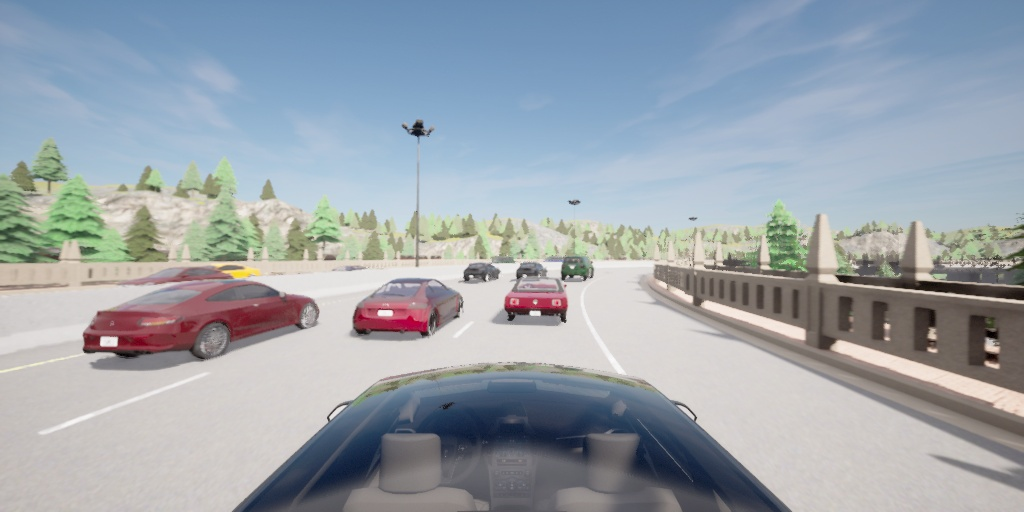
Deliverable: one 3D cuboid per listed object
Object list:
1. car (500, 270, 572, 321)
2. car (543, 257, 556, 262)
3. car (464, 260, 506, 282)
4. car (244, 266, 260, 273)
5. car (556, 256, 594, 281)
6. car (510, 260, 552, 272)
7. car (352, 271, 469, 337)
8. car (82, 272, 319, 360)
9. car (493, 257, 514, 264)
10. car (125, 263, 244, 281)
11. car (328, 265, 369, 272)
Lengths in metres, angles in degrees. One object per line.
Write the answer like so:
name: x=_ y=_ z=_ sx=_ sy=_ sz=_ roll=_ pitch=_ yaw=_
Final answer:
car: x=0.976 y=1.363 z=12.525 sx=1.895 sy=1.301 sz=4.718 roll=0 pitch=0 yaw=8
car: x=6.827 y=1.129 z=61.555 sx=2.150 sy=2.045 sz=5.566 roll=0 pitch=-1 yaw=38
car: x=-2.322 y=1.289 z=29.094 sx=1.837 sy=1.490 sz=4.892 roll=0 pitch=0 yaw=18
car: x=-18.649 y=1.203 z=22.755 sx=1.882 sy=1.535 sz=5.008 roll=0 pitch=0 yaw=12
car: x=5.729 y=1.020 z=31.067 sx=2.150 sy=2.045 sz=5.566 roll=0 pitch=0 yaw=20
car: x=1.743 y=1.297 z=30.194 sx=1.837 sy=1.490 sz=4.892 roll=0 pitch=0 yaw=19
car: x=-2.763 y=1.312 z=10.385 sx=1.994 sy=1.385 sz=4.181 roll=0 pitch=0 yaw=6
car: x=-6.488 y=1.255 z=8.223 sx=1.812 sy=1.442 sz=4.674 roll=0 pitch=0 yaw=4
car: x=-1.683 y=1.110 z=55.465 sx=2.150 sy=2.045 sz=5.566 roll=0 pitch=0 yaw=33
car: x=-16.090 y=1.242 z=17.487 sx=1.812 sy=1.442 sz=4.674 roll=0 pitch=0 yaw=10
car: x=-11.127 y=1.316 z=24.310 sx=1.994 sy=1.385 sz=4.181 roll=0 pitch=0 yaw=14
